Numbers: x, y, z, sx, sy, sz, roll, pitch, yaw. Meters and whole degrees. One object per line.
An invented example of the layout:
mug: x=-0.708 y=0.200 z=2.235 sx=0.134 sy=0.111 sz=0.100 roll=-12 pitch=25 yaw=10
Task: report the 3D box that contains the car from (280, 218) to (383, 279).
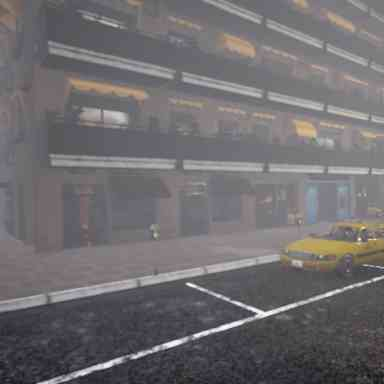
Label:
car: x=4.644 y=1.486 z=9.885 sx=4.829 sy=1.417 sz=1.752 roll=0 pitch=-1 yaw=-35
